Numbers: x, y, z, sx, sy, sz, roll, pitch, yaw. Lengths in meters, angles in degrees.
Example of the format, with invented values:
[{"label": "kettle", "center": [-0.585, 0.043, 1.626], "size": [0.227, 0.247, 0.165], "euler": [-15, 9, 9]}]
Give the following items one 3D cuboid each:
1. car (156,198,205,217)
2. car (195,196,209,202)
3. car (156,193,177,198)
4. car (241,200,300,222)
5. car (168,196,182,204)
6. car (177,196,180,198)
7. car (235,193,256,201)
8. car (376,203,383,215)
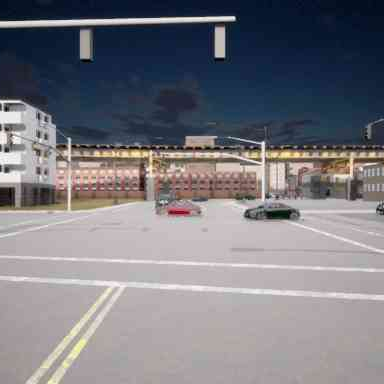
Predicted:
[{"label": "car", "center": [-1.177, 1.531, 30.268], "size": [4.181, 1.385, 1.994], "euler": [0, 0, 4]}, {"label": "car", "center": [1.905, 1.540, 72.845], "size": [2.033, 1.411, 5.357], "euler": [0, 0, 27]}, {"label": "car", "center": [-3.631, 1.221, 45.559], "size": [2.150, 2.045, 5.566], "euler": [0, 0, 1]}, {"label": "car", "center": [6.111, 1.516, 25.575], "size": [4.181, 1.385, 1.994], "euler": [0, 0, -10]}, {"label": "car", "center": [-3.292, 1.491, 66.486], "size": [2.128, 1.511, 4.902], "euler": [0, 0, 6]}, {"label": "car", "center": [-3.641, 1.222, 56.057], "size": [2.150, 2.045, 5.566], "euler": [0, 0, 0]}, {"label": "car", "center": [13.436, 1.225, 84.038], "size": [5.566, 2.045, 2.150], "euler": [0, 0, -24]}, {"label": "car", "center": [18.882, 1.203, 29.540], "size": [4.553, 1.767, 2.097], "euler": [-1, 0, 1]}]
